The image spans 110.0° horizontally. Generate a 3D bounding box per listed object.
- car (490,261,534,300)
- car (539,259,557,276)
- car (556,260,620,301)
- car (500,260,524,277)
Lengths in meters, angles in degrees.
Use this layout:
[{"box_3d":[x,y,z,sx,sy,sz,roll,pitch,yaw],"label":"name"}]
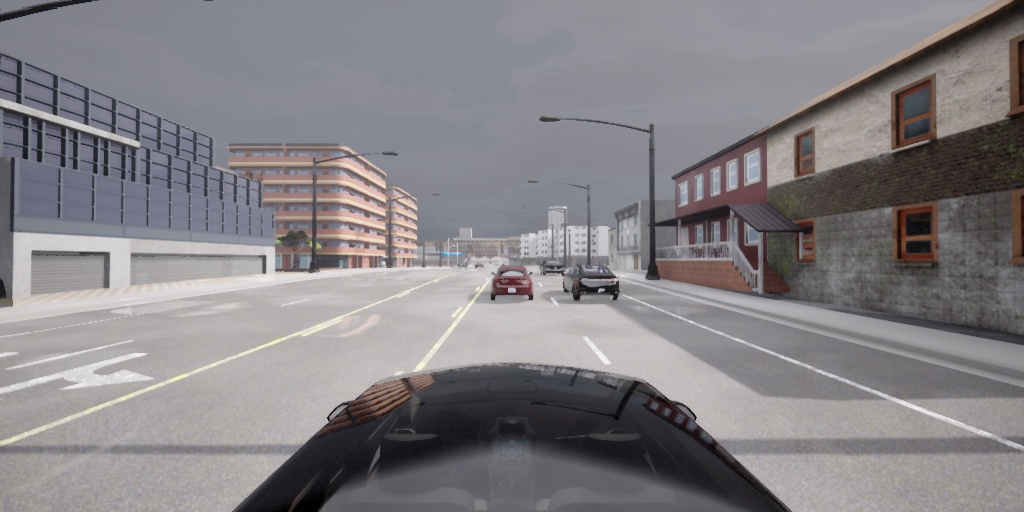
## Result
[{"box_3d":[0.001,1.153,16.493,1.812,1.442,4.674,0,1,0],"label":"car"},{"box_3d":[3.501,0.993,31.505,2.033,1.411,5.357,0,0,0],"label":"car"},{"box_3d":[3.501,1.116,16.493,2.128,1.511,4.902,0,1,0],"label":"car"},{"box_3d":[0.001,1.046,31.535,1.895,1.301,4.718,0,0,0],"label":"car"}]
